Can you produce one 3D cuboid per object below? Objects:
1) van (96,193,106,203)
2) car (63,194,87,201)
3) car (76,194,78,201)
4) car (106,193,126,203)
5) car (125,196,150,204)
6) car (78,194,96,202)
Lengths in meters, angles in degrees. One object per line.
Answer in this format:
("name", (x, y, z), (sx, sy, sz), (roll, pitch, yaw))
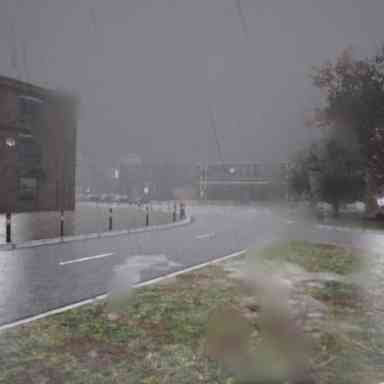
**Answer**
("van", (-17.494, 1.310, 70.474), (1.878, 1.987, 4.442), (1, 0, 31))
("car", (-26.840, 1.293, 76.270), (2.231, 1.521, 4.892), (2, 0, 31))
("car", (-24.576, 1.352, 74.886), (2.097, 1.535, 5.008), (2, 0, 31))
("car", (-14.933, 1.468, 69.095), (2.185, 1.767, 4.553), (1, -1, 31))
("car", (-10.319, 1.714, 66.228), (2.163, 1.488, 4.792), (1, -1, 31))
("car", (-22.070, 1.294, 73.414), (2.185, 1.767, 4.553), (2, 0, 31))
